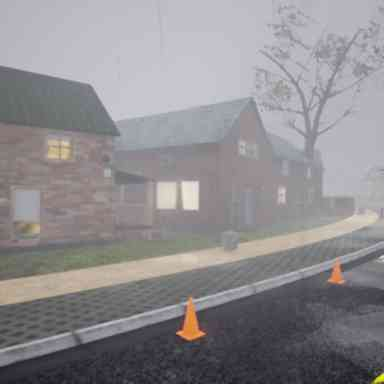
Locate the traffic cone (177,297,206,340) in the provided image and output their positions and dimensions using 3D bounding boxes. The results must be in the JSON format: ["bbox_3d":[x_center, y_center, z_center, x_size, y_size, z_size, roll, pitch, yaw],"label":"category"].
[{"bbox_3d":[-0.011,1.973,5.304,0.340,0.580,0.340,0,0,-38],"label":"traffic cone"}]

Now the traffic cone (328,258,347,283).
[{"bbox_3d":[3.681,1.965,8.434,0.340,0.580,0.340,0,0,-42],"label":"traffic cone"}]
